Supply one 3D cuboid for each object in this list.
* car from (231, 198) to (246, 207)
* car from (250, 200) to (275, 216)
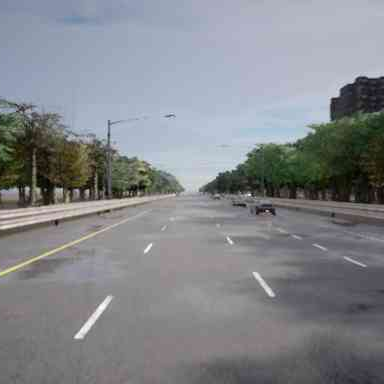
[{"bbox_3d":[7.081,1.599,51.042,2.033,1.411,5.357,0,0,0],"label":"car"},{"bbox_3d":[7.024,1.536,33.394,1.837,1.490,4.892,0,0,0],"label":"car"}]
